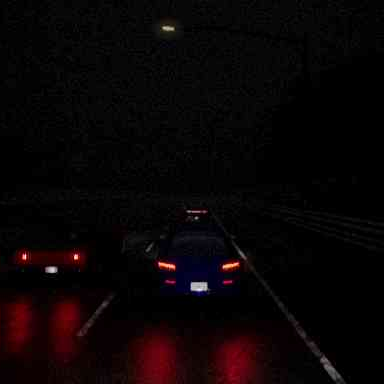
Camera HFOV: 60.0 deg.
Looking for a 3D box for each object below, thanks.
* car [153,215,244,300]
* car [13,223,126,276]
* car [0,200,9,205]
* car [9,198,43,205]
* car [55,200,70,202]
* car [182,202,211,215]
[{"bbox_3d":[0.132,1.519,8.227,1.812,1.442,4.674,0,0,0],"label":"car"},{"bbox_3d":[-3.359,1.593,10.249,1.895,1.301,4.718,0,0,1],"label":"car"},{"bbox_3d":[-23.800,1.639,43.106,1.895,1.301,4.718,0,0,2],"label":"car"},{"bbox_3d":[-20.351,1.543,41.901,1.837,1.490,4.892,0,-1,3],"label":"car"},{"bbox_3d":[-16.805,1.644,42.854,1.895,1.301,4.718,0,0,2],"label":"car"},{"bbox_3d":[0.333,1.491,24.031,2.128,1.511,4.902,0,0,1],"label":"car"}]
